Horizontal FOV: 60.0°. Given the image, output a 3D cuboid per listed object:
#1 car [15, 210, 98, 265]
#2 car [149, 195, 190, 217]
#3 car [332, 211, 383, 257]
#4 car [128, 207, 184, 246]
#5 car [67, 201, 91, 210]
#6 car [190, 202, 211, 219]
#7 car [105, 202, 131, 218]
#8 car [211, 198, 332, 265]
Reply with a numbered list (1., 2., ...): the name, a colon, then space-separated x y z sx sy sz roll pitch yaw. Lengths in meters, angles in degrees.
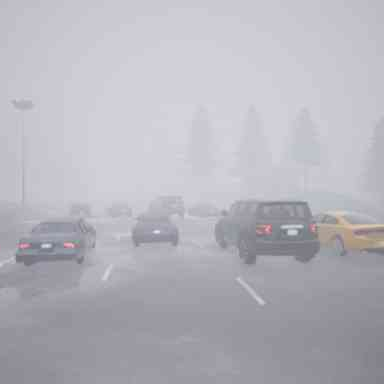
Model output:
1. car: -4.598 1.602 11.986 2.033 1.411 5.357 0 0 -10
2. car: -2.369 1.315 30.029 2.150 2.045 5.566 0 0 -21
3. car: 5.737 1.487 13.095 1.882 1.535 5.008 0 0 -9
4. car: -1.834 1.616 15.665 1.994 1.385 4.181 0 0 -11
5. car: -11.029 1.646 32.486 1.837 1.490 4.892 0 0 -25
6. car: 1.080 1.643 30.606 1.994 1.385 4.181 0 0 -21
7. car: -7.122 1.686 32.253 1.994 1.385 4.181 0 0 -24
8. car: 2.425 1.243 12.030 2.150 2.045 5.566 0 0 -9
